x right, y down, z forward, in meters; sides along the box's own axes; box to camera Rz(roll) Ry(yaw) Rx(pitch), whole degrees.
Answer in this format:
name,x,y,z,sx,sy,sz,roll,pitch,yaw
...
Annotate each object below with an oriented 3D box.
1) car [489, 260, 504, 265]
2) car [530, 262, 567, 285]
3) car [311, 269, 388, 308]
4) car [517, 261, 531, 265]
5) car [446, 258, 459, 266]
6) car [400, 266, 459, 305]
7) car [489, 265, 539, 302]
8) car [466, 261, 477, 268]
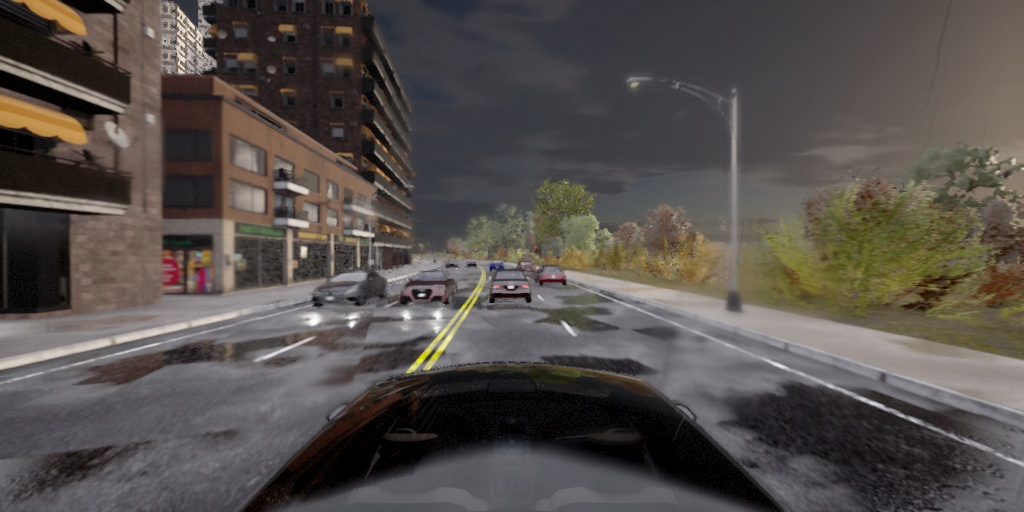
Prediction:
name,x,y,z,sx,sy,sz,roll,pitch,yaw
car,-2.130,1.286,48.386,1.882,1.535,5.008,0,0,-5
car,2.709,1.342,26.175,1.994,1.385,4.181,0,0,-3
car,-6.823,1.315,15.639,1.812,1.442,4.674,0,0,-2
car,1.633,1.319,42.039,1.812,1.442,4.674,0,0,-4
car,-10.147,1.202,61.188,2.097,1.767,4.553,0,0,-7
car,-3.587,1.346,16.027,1.994,1.385,4.181,0,0,-2
car,-0.129,1.322,17.071,2.033,1.411,5.357,0,0,-2
car,-6.913,1.442,61.525,1.895,1.301,4.718,0,0,-7
